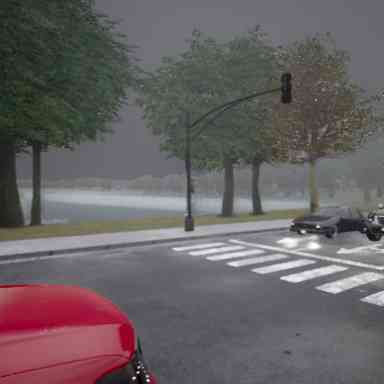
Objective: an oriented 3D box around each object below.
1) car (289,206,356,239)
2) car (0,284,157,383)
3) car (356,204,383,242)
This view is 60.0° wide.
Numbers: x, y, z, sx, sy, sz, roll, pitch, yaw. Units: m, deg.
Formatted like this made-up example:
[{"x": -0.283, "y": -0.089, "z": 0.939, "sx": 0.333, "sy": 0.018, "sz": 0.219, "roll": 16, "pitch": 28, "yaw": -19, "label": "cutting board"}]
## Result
[{"x": 7.295, "y": 1.434, "z": 16.893, "sx": 5.357, "sy": 1.411, "sz": 2.033, "roll": 0, "pitch": 1, "yaw": -36, "label": "car"}, {"x": -2.807, "y": 1.215, "z": 1.427, "sx": 5.566, "sy": 2.045, "sz": 2.150, "roll": -1, "pitch": 1, "yaw": -36, "label": "car"}, {"x": 9.910, "y": 1.129, "z": 14.764, "sx": 5.566, "sy": 2.045, "sz": 2.150, "roll": 0, "pitch": 0, "yaw": -36, "label": "car"}]
